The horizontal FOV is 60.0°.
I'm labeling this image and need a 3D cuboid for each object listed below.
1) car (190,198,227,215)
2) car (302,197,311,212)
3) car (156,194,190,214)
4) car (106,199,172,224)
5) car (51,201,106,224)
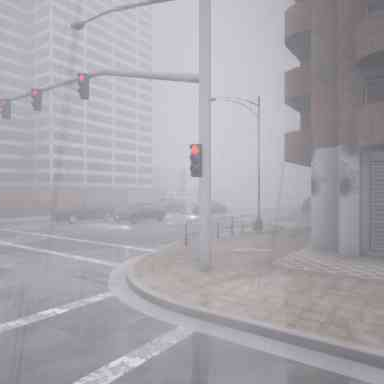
[{"bbox_3d":[1.821,1.563,33.271,1.994,1.385,4.181,0,0,36],"label":"car"},{"bbox_3d":[14.466,1.351,38.722,2.097,1.767,4.553,0,0,35],"label":"car"},{"bbox_3d":[-2.601,1.351,33.099,2.097,1.767,4.553,0,0,35],"label":"car"},{"bbox_3d":[-3.875,1.525,25.218,1.812,1.442,4.674,0,0,35],"label":"car"},{"bbox_3d":[-8.176,1.476,25.230,1.882,1.535,5.008,0,0,35],"label":"car"}]
